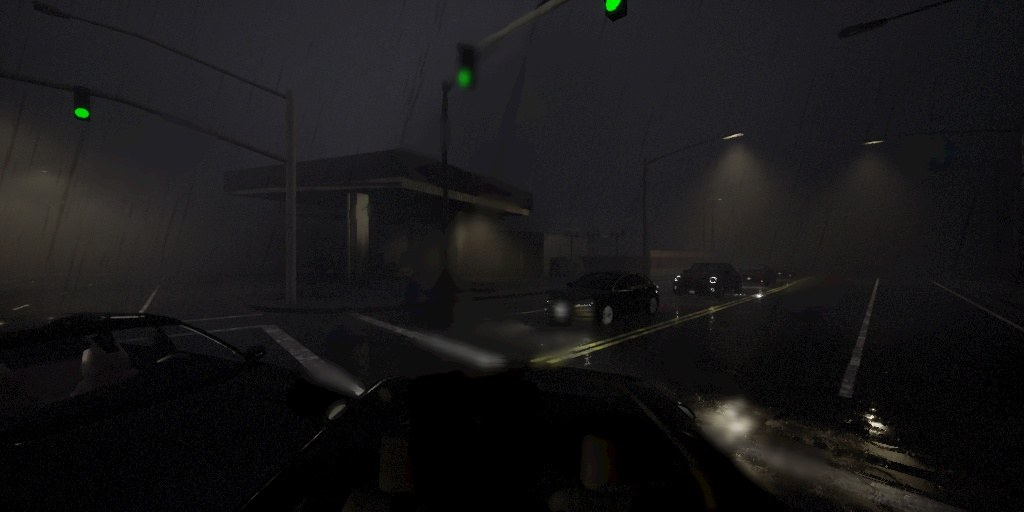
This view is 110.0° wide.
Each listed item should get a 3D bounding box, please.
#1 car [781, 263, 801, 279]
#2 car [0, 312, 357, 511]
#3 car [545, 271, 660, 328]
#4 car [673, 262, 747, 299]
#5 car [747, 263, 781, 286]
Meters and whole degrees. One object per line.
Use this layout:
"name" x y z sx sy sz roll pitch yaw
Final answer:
"car" 24.343 1.314 32.057 4.181 1.385 1.994 0 0 -44
"car" -3.375 1.242 2.708 4.902 1.511 2.128 0 0 16
"car" 3.083 1.255 11.615 4.892 1.490 1.837 0 0 -44
"car" 10.041 1.102 18.340 4.553 1.767 2.097 0 0 -44
"car" 17.087 1.314 25.129 4.181 1.385 1.994 0 0 -45
